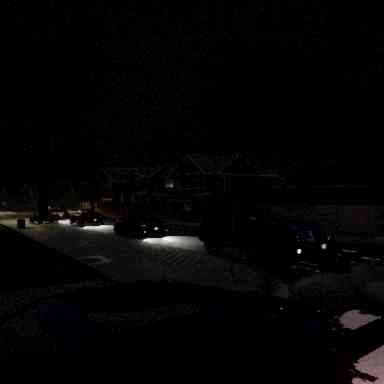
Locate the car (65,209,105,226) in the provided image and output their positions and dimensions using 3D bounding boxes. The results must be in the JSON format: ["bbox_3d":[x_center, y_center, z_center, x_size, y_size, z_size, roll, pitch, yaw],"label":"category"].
[{"bbox_3d":[-9.087,2.149,28.750,1.994,1.385,4.181,0,-1,-36],"label":"car"}]

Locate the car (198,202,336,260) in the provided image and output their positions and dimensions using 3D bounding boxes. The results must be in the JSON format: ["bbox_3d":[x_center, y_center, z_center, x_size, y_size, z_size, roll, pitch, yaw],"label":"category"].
[{"bbox_3d":[2.478,1.405,12.591,2.150,2.045,5.566,0,-1,-36],"label":"car"}]

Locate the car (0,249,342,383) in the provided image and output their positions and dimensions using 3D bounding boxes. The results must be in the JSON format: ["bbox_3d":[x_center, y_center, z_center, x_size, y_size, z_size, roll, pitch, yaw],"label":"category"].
[{"bbox_3d":[-0.744,1.529,2.425,4.674,1.442,1.812,0,0,-36],"label":"car"}]

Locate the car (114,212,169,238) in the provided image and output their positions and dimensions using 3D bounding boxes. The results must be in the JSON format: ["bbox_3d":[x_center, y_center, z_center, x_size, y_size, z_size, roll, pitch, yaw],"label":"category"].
[{"bbox_3d":[-3.214,1.950,20.550,1.994,1.385,4.181,0,-1,-36],"label":"car"}]

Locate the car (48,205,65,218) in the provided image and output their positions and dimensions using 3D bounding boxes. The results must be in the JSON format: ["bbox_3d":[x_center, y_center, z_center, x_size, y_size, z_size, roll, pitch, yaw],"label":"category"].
[{"bbox_3d":[-15.444,2.280,37.683,2.128,1.511,4.902,0,-1,-35],"label":"car"}]
